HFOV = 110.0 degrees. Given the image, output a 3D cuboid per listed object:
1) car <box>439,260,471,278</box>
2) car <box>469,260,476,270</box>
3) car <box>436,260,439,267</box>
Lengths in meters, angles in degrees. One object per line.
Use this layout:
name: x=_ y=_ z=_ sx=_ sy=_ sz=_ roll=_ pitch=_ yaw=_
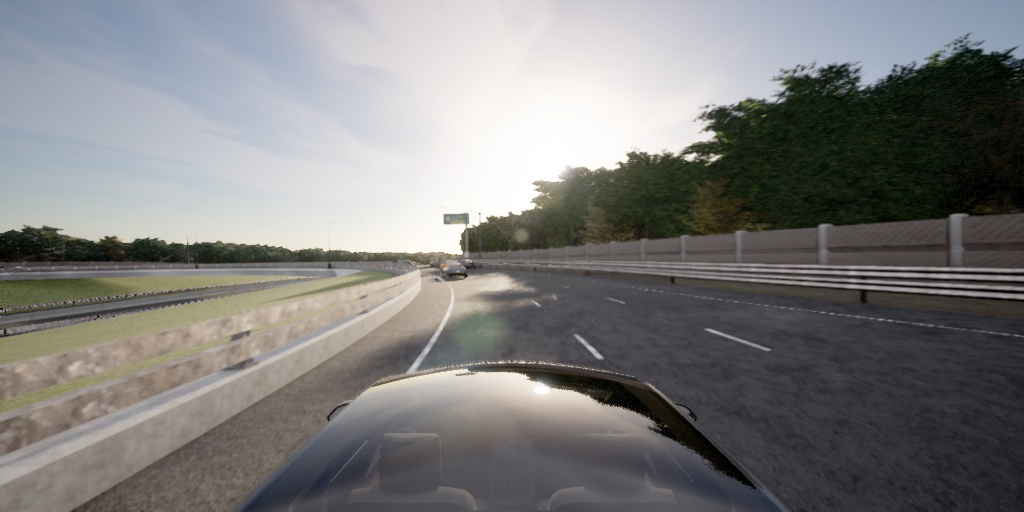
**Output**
car: x=-5.786 y=1.427 z=36.021 sx=1.994 sy=1.385 sz=4.181 roll=-1 pitch=0 yaw=-19
car: x=-7.303 y=1.401 z=56.301 sx=1.837 sy=1.490 sz=4.892 roll=0 pitch=0 yaw=-30
car: x=-9.070 y=1.402 z=52.334 sx=1.882 sy=1.535 sz=5.008 roll=-1 pitch=0 yaw=-28
